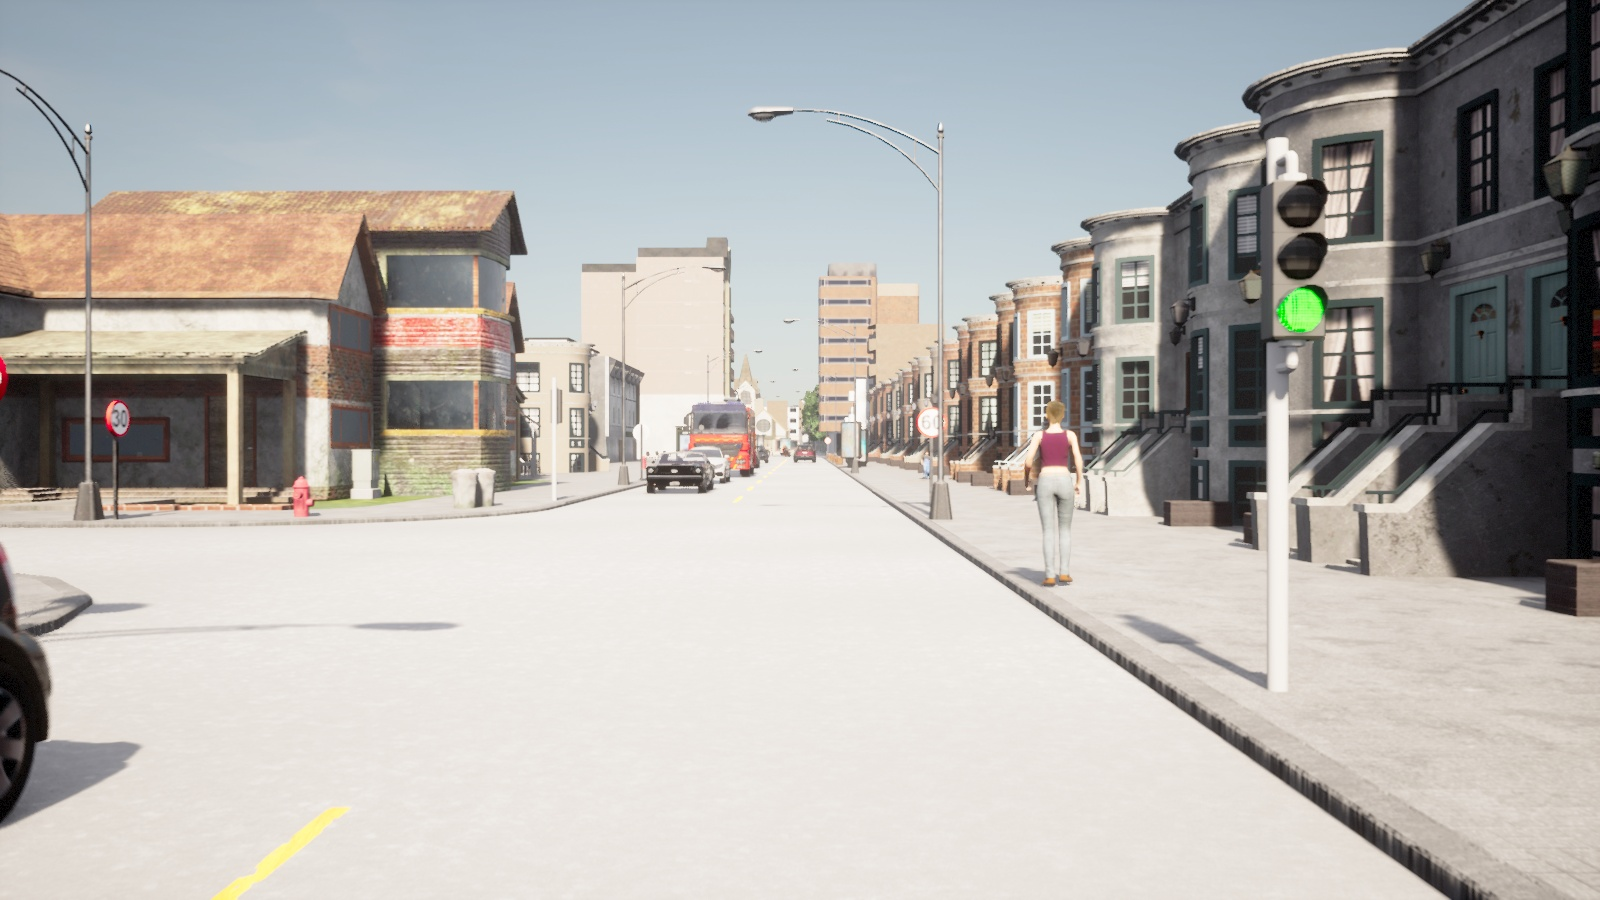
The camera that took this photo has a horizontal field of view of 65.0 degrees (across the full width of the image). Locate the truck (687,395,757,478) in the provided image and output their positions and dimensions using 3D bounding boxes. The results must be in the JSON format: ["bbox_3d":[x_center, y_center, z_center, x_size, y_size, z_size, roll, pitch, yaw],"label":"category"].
[{"bbox_3d":[-3.754,-0.642,62.030,2.891,3.827,8.468,0,0,0],"label":"truck"}]

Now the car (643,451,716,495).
[{"bbox_3d":[-3.837,0.699,40.690,1.895,1.301,4.718,0,0,0],"label":"car"}]

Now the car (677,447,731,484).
[{"bbox_3d":[-3.802,0.589,50.483,1.812,1.442,4.674,0,0,0],"label":"car"}]

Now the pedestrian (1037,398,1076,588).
[{"bbox_3d":[2.534,0.414,12.437,0.345,1.836,0.594,0,0,9],"label":"pedestrian"}]

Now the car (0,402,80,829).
[{"bbox_3d":[-3.961,0.630,3.286,1.851,1.617,3.988,0,0,0],"label":"car"}]

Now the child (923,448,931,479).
[{"bbox_3d":[5.165,0.556,51.250,0.270,1.263,0.437,0,0,-2],"label":"child"}]
